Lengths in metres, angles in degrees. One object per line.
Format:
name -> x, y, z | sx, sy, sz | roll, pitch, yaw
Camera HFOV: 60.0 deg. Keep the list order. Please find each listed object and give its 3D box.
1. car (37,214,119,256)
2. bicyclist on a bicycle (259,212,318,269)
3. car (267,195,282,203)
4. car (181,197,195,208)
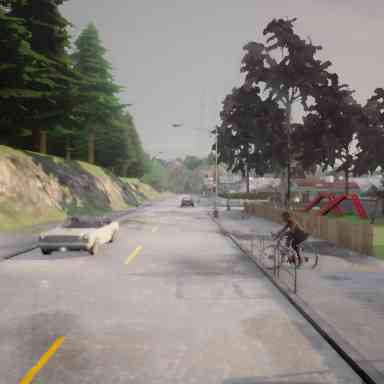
car -> -4.286, 1.601, 13.236 | 1.895, 1.301, 4.718 | 0, 0, -1
bicyclist on a bicycle -> 2.714, 1.385, 9.226 | 1.656, 1.620, 0.582 | 4, 1, -2
car -> 14.830, 1.300, 60.211 | 1.994, 1.381, 4.181 | 0, 0, -1
car -> -0.684, 1.526, 49.160 | 1.812, 1.442, 4.674 | 0, 0, -2
